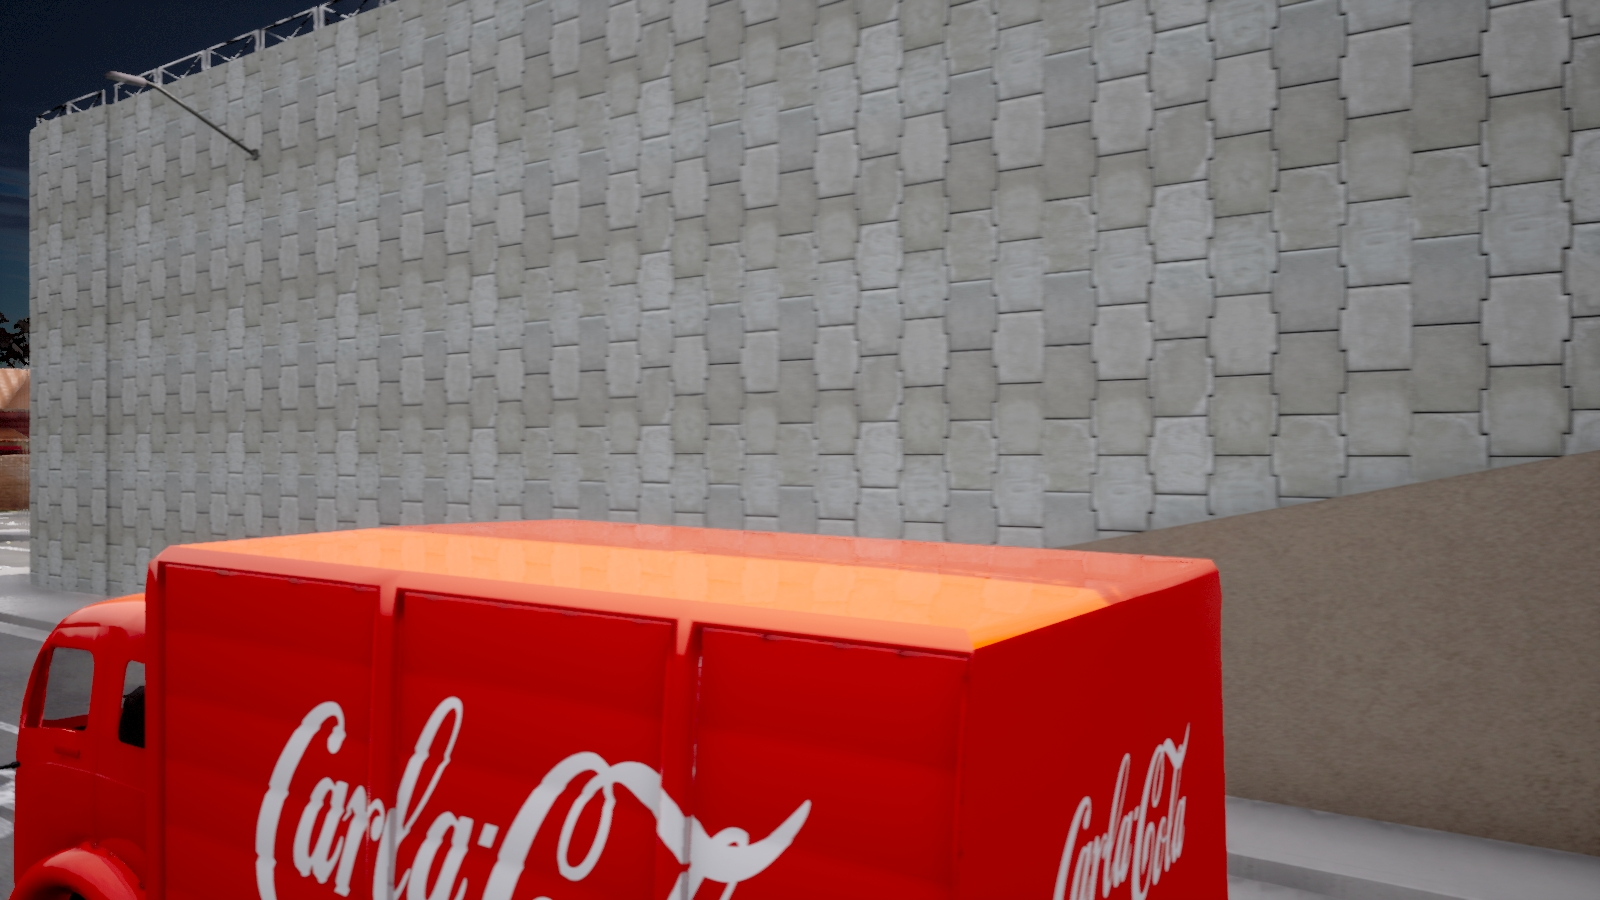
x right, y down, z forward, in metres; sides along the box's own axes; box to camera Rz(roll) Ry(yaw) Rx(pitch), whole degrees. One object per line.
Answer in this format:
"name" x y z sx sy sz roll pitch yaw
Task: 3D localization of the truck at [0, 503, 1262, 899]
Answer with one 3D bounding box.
"truck" -1.182 1.567 4.617 5.204 2.467 2.627 0 0 35
